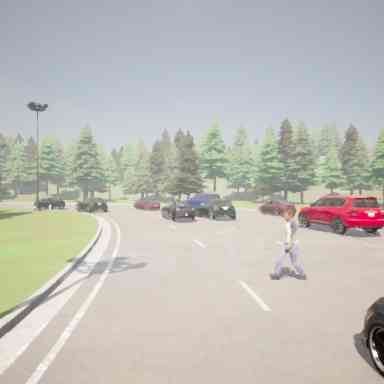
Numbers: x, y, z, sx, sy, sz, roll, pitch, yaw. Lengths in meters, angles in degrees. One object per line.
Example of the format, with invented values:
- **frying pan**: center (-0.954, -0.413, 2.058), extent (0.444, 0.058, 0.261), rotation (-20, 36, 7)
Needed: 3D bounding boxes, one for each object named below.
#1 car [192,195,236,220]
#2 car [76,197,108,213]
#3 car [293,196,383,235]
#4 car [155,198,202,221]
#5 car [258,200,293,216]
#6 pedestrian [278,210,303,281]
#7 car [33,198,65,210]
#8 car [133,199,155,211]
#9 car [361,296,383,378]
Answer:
- **car**: center (1.954, 1.352, 28.488), extent (2.097, 1.767, 4.553), rotation (0, 0, -20)
- **car**: center (-11.332, 1.352, 37.471), extent (2.097, 1.767, 4.553), rotation (0, 0, -41)
- **car**: center (8.333, 1.221, 19.108), extent (2.150, 2.045, 5.566), rotation (0, 0, -12)
- **car**: center (-1.200, 1.492, 27.075), extent (2.128, 1.511, 4.902), rotation (0, 0, -19)
- **car**: center (8.219, 1.526, 32.240), extent (1.812, 1.442, 4.674), rotation (0, 0, -19)
- **pedestrian**: center (2.485, 1.294, 8.403), extent (0.375, 1.860, 0.375), rotation (0, 0, -6)
- **car**: center (-18.846, 1.505, 43.895), extent (4.892, 1.490, 1.837), rotation (0, 0, 30)
- **car**: center (-5.604, 1.564, 41.416), extent (1.994, 1.385, 4.181), rotation (0, 0, -40)
- **car**: center (3.354, 1.563, 2.819), extent (1.994, 1.385, 4.181), rotation (0, 0, -3)
